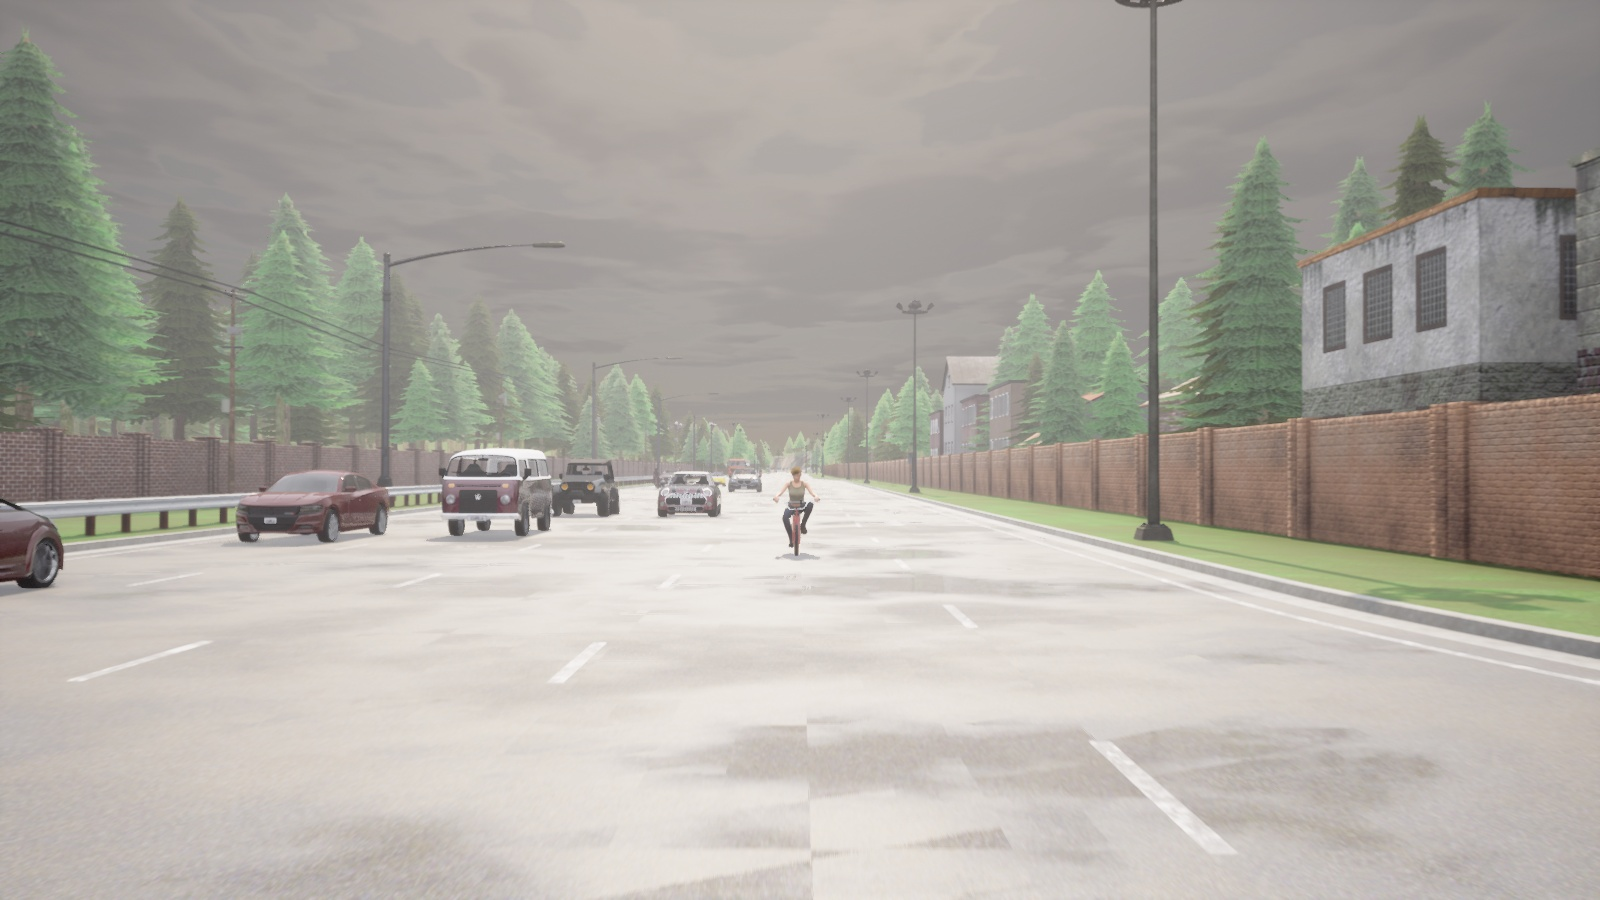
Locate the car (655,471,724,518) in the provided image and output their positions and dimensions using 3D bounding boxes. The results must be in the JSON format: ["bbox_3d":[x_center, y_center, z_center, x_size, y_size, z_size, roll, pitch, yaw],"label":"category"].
[{"bbox_3d":[-3.602,1.434,41.564,1.970,1.475,3.806,0,-1,0],"label":"car"}]

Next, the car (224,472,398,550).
[{"bbox_3d":[-10.568,1.258,27.586,1.882,1.535,5.008,0,-1,0],"label":"car"}]

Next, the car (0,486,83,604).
[{"bbox_3d":[-10.536,1.144,14.620,1.994,1.385,4.181,0,-1,0],"label":"car"}]

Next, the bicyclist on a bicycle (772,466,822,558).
[{"bbox_3d":[-0.052,1.101,22.798,0.866,1.612,1.509,0,-1,0],"label":"bicyclist on a bicycle"}]

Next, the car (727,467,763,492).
[{"bbox_3d":[-3.712,1.998,85.952,2.242,1.667,4.611,0,-1,0],"label":"car"}]

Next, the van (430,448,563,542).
[{"bbox_3d":[-7.074,1.024,29.778,2.069,2.038,4.480,0,-1,0],"label":"van"}]

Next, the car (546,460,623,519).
[{"bbox_3d":[-7.104,1.282,41.799,1.905,1.878,3.866,0,-1,0],"label":"car"}]
